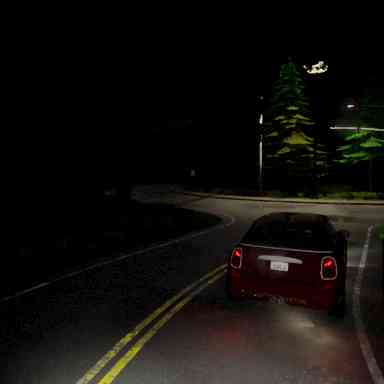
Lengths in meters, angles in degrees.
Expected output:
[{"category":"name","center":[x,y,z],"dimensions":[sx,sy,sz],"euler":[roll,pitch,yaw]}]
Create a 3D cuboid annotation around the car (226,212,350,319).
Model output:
[{"category":"car","center":[2.406,1.238,7.643],"dimensions":[2.097,1.767,4.553],"euler":[2,2,25]}]
